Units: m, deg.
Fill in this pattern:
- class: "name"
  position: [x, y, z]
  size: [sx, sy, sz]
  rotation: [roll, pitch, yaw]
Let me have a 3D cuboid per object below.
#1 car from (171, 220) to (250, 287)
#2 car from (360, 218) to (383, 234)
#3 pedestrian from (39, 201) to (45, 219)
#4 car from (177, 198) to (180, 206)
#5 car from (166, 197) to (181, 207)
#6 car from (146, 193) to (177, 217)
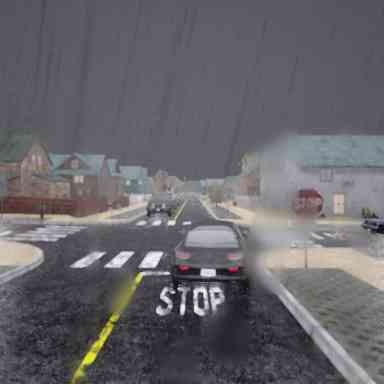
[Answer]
- class: "car"
  position: [0.588, 1.502, 9.169]
  size: [1.812, 1.442, 4.674]
  rotation: [0, 0, 6]
- class: "car"
  position: [11.922, 1.801, 18.218]
  size: [4.718, 1.301, 1.895]
  rotation: [1, 1, 0]
- class: "pedestrian"
  position: [-9.676, 1.193, 21.489]
  size: [0.500, 1.100, 0.500]
  rotation: [0, 0, 1]
- class: "car"
  position: [-2.827, 1.457, 40.737]
  size: [1.994, 1.385, 4.181]
  rotation: [0, 0, 1]
- class: "car"
  position: [-2.823, 1.427, 50.677]
  size: [1.994, 1.385, 4.181]
  rotation: [0, 0, 0]
- class: "car"
  position: [-2.849, 1.142, 30.820]
  size: [2.150, 2.045, 5.566]
  rotation: [0, 0, 0]
